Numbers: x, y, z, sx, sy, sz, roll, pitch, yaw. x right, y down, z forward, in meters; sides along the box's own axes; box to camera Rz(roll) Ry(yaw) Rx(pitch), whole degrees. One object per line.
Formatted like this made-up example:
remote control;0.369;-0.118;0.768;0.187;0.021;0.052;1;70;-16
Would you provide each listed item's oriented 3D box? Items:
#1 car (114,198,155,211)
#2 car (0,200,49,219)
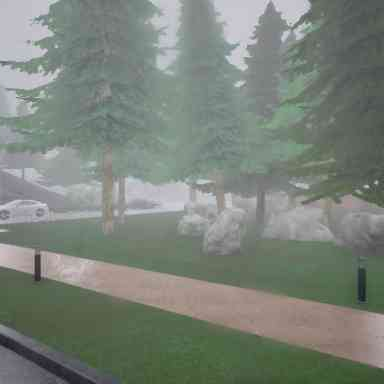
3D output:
car;-6.518;1.385;37.984;2.033;1.411;5.357;0;0;36
car;-14.179;1.363;27.340;1.812;1.442;4.674;0;0;35
